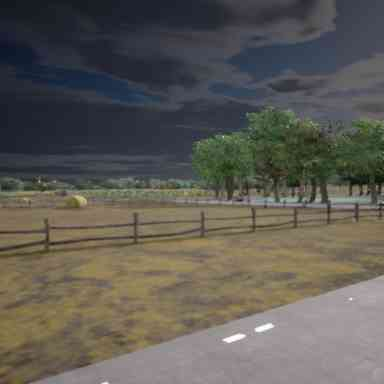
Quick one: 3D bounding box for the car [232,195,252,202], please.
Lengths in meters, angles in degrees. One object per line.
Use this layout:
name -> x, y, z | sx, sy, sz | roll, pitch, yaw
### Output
car -> 10.734, 1.380, 70.964 | 2.128, 1.511, 4.902 | -3, 1, -35
